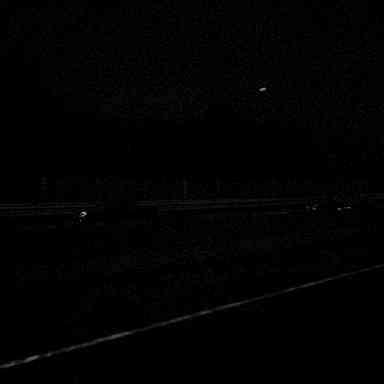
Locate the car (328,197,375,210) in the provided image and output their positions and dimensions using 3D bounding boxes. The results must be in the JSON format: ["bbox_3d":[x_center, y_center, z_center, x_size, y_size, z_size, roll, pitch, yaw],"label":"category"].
[{"bbox_3d":[15.495,1.321,31.689,4.892,1.490,1.837,-1,1,-34],"label":"car"}]

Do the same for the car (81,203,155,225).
[{"bbox_3d":[-3.159,1.522,18.885,5.357,1.411,2.033,0,0,-35],"label":"car"}]

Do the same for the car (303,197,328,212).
[{"bbox_3d":[13.565,1.320,34.607,4.892,1.490,1.837,-1,1,-34],"label":"car"}]

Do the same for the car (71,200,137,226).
[{"bbox_3d":[-5.411,1.327,21.570,4.553,1.767,2.097,0,0,-35],"label":"car"}]

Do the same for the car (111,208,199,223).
[{"bbox_3d":[-1.172,1.577,16.001,4.718,1.301,1.895,0,0,-35],"label":"car"}]
